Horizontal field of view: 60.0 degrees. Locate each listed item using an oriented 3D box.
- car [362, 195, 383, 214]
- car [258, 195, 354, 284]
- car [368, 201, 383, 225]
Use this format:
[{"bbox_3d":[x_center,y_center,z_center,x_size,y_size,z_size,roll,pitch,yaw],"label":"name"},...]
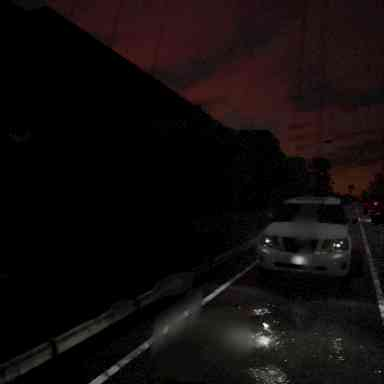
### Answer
[{"bbox_3d":[19.833,1.296,36.039,2.150,2.045,5.566,0,0,27],"label":"car"},{"bbox_3d":[3.640,1.192,10.066,2.150,2.045,5.566,0,0,26],"label":"car"},{"bbox_3d":[13.596,1.539,23.037,1.994,1.385,4.181,0,0,26],"label":"car"}]
